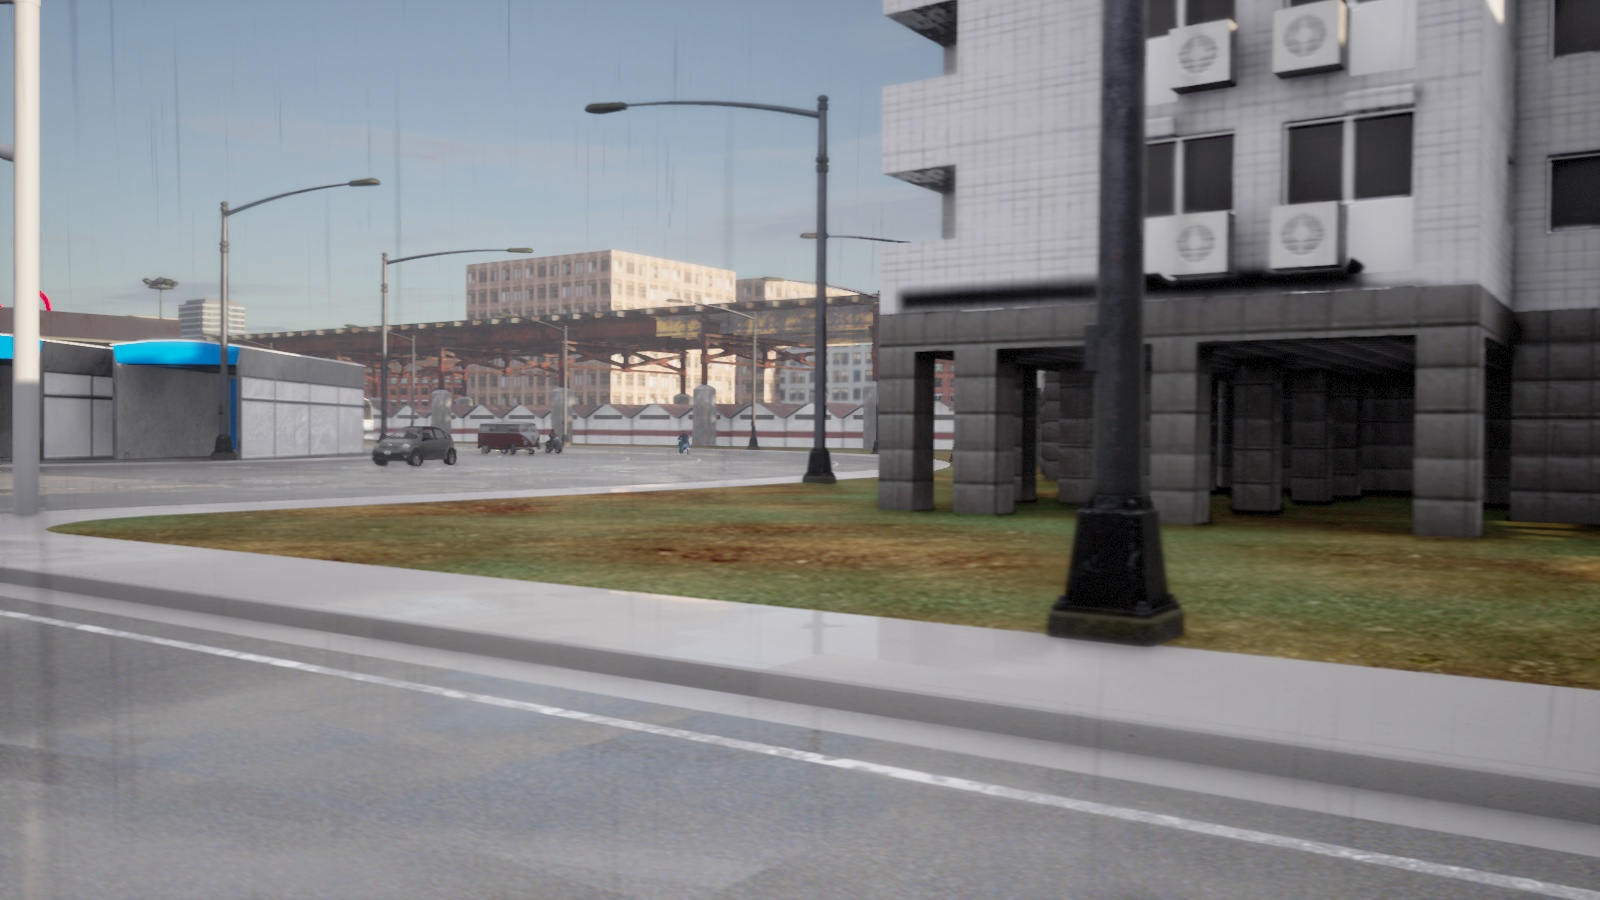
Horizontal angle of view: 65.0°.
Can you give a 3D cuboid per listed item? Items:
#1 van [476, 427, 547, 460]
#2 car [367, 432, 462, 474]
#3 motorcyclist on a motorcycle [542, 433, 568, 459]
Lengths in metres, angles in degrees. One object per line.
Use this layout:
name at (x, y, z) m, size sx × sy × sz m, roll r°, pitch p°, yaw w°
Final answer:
van at (-17.436, -0.393, 75.718) m, size 4.442 × 1.987 × 1.775 m, roll 0°, pitch 1°, yaw 39°
car at (-15.500, 0.078, 50.683) m, size 1.851 × 1.617 × 3.988 m, roll 0°, pitch 1°, yaw 14°
motorcyclist on a motorcycle at (-15.730, -0.278, 80.675) m, size 0.766 × 1.649 × 2.350 m, roll -1°, pitch 1°, yaw -33°
